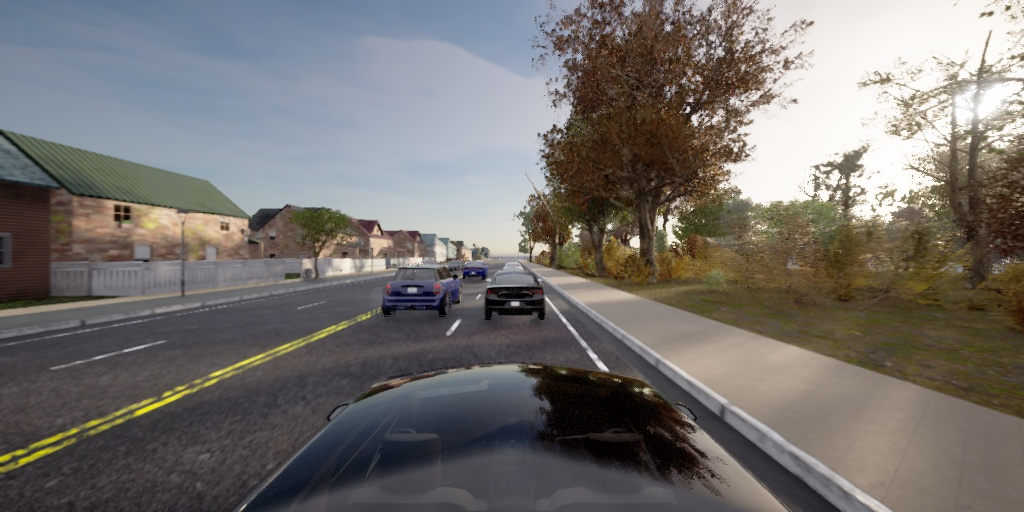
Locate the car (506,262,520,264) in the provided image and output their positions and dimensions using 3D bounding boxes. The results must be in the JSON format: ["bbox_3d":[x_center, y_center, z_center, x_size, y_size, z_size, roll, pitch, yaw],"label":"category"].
[{"bbox_3d":[0.091,1.269,31.115,1.812,1.442,4.674,0,0,0],"label":"car"}]

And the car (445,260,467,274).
[{"bbox_3d":[-6.600,1.248,42.500,1.837,1.490,4.892,0,0,0],"label":"car"}]

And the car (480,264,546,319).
[{"bbox_3d":[0.085,1.224,12.800,1.882,1.535,5.008,0,0,0],"label":"car"}]

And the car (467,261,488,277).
[{"bbox_3d":[-3.159,1.220,31.643,1.882,1.535,5.008,0,0,0],"label":"car"}]

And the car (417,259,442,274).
[{"bbox_3d":[-9.849,1.221,43.330,1.882,1.535,5.008,0,0,0],"label":"car"}]

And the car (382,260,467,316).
[{"bbox_3d":[-3.153,1.098,13.455,2.097,1.767,4.553,0,0,0],"label":"car"}]
